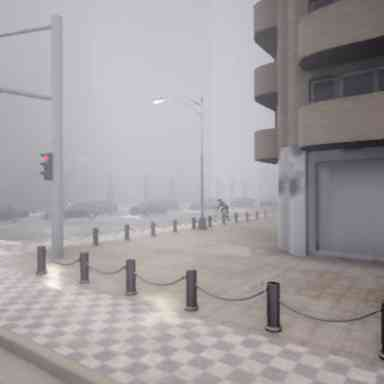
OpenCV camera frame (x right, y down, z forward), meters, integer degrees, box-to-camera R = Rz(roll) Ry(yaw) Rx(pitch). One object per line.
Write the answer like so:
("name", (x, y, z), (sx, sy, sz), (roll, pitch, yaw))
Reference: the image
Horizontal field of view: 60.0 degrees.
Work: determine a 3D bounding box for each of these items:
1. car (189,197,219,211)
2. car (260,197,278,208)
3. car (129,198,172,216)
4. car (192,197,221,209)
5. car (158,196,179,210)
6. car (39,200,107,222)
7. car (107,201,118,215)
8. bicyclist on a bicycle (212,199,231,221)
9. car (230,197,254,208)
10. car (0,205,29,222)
("car", (1.466, 1.599, 41.722), (1.994, 1.385, 4.181), (0, 0, 36))
("car", (11.683, 1.546, 49.569), (1.812, 1.442, 4.674), (0, 0, 36))
("car", (-4.375, 1.600, 33.640), (1.994, 1.385, 4.181), (0, 0, 36))
("car", (2.191, 1.554, 48.675), (1.837, 1.490, 4.892), (0, 0, 36))
("car", (-3.651, 1.401, 40.614), (2.097, 1.767, 4.553), (0, 0, 36))
("car", (-9.593, 1.527, 26.413), (2.128, 1.511, 4.902), (0, 0, 36))
("car", (-9.501, 1.555, 32.519), (1.837, 1.490, 4.892), (0, 0, 36))
("bicyclist on a bicycle", (2.110, 1.294, 23.862), (1.656, 1.620, 0.582), (-1, 0, 36))
("car", (7.496, 1.513, 49.996), (1.882, 1.535, 5.008), (0, 0, 36))
("car", (-14.968, 1.651, 24.969), (1.895, 1.301, 4.718), (0, 0, 36))
